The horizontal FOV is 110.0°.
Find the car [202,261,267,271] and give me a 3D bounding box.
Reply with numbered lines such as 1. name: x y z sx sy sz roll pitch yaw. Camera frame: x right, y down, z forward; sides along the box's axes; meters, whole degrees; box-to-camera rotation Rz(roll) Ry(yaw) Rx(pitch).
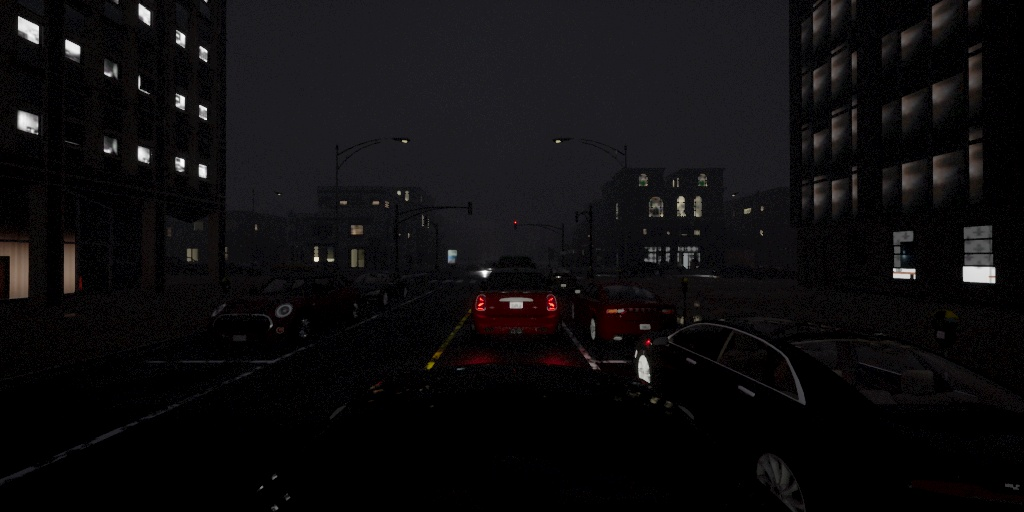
1. car: -25.434 1.177 33.242 4.403 1.370 2.007 0 0 1

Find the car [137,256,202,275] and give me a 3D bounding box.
1. car: -30.971 0.918 33.324 5.009 1.841 2.192 0 0 1

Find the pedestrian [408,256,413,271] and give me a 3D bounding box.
1. pedestrian: -12.577 0.885 44.383 0.375 1.860 0.375 0 -1 1

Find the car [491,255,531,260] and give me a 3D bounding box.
1. car: 0.109 0.973 20.169 2.150 2.045 5.566 0 0 -1

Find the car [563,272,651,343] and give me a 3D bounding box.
1. car: 2.686 1.296 9.471 1.888 1.381 4.507 0 0 0

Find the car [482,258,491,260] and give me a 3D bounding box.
1. car: -3.103 1.357 52.111 1.895 1.301 4.718 0 0 -1

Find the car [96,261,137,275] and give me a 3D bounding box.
1. car: -36.507 1.131 33.406 4.403 1.370 2.007 0 0 1

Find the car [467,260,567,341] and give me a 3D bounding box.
1. car: 0.094 1.103 10.016 2.097 1.767 4.553 0 0 0

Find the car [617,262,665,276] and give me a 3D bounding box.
1. car: 13.763 1.339 38.448 4.892 1.490 1.837 0 0 1

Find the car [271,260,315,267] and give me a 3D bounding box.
1. car: -25.478 1.198 41.624 4.829 1.417 1.751 0 0 1

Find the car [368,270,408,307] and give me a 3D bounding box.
1. car: -5.698 1.302 15.176 2.007 1.370 4.403 0 0 0

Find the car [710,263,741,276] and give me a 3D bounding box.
1. car: 23.610 1.446 38.303 4.181 1.385 1.994 0 0 2

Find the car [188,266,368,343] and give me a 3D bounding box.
1. car: -5.695 1.190 9.483 1.967 1.591 4.097 0 0 0

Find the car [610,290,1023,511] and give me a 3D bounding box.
1. car: 2.689 1.301 3.779 2.007 1.370 4.403 0 0 0

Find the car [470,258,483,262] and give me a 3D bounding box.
1. car: -5.721 1.338 53.254 1.802 1.307 4.207 0 0 0

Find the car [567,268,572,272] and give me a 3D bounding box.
1. car: 2.679 1.302 20.855 2.007 1.370 4.403 0 0 0

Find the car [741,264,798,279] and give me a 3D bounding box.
1. car: 23.624 1.433 32.481 4.207 1.307 1.802 0 0 1
